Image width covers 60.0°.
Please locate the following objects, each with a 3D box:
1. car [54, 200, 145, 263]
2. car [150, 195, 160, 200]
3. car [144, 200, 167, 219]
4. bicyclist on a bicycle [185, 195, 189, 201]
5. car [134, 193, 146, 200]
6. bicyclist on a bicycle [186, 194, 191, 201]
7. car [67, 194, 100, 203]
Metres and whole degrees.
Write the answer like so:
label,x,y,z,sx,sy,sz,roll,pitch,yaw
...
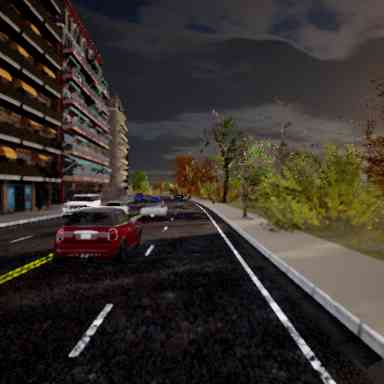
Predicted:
label,x,y,z,sx,sy,sz,roll,pitch,yaw
car,-3.160,1.348,12.038,2.097,1.767,4.553,0,0,0
car,-7.790,1.464,69.607,1.882,1.535,5.008,0,0,-3
car,-3.170,1.597,28.786,1.895,1.301,4.718,0,0,0
bicyclist on a bicycle,-1.089,1.417,79.957,0.866,1.612,1.509,0,0,-4
car,-11.171,1.193,71.558,2.150,2.045,5.566,0,0,-3
bicyclist on a bicycle,-0.461,1.356,70.902,0.659,1.776,1.843,0,0,-4
car,-9.876,1.218,30.327,2.150,2.045,5.566,0,0,0
